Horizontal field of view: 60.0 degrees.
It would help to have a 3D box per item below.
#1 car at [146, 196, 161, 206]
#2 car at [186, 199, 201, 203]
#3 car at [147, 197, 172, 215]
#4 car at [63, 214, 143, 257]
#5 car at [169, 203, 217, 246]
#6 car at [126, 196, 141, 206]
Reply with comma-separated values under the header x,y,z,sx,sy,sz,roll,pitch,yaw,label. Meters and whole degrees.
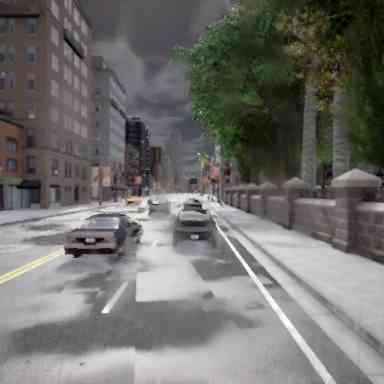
x,y,z,sx,sy,sz,roll,pitch,yaw,label
-6.469,1.491,56.426,2.033,1.411,5.357,0,0,0,car
0.120,1.471,33.206,1.837,1.490,4.892,0,0,0,car
-3.130,1.458,33.169,2.128,1.511,4.902,0,0,0,car
-3.142,1.534,12.785,2.033,1.411,5.357,0,0,0,car
0.109,1.489,15.317,1.837,1.490,4.892,0,0,0,car
-9.729,1.422,55.476,1.882,1.535,5.008,0,0,0,car
